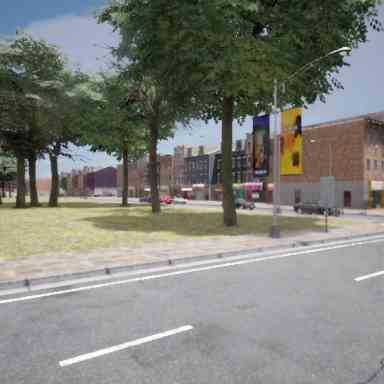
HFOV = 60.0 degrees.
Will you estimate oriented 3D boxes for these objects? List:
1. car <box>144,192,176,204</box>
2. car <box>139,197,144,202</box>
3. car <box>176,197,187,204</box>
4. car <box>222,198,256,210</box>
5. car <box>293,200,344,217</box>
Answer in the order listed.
[{"bbox_3d":[-5.490,1.073,57.204,2.150,2.045,5.566,0,0,-35],"label":"car"},{"bbox_3d":[-8.779,1.386,66.612,2.033,1.411,5.357,0,0,-35],"label":"car"},{"bbox_3d":[-2.907,1.473,58.461,1.895,1.301,4.718,0,0,-35],"label":"car"},{"bbox_3d":[5.765,1.473,41.296,1.837,1.490,4.892,0,0,-35],"label":"car"},{"bbox_3d":[12.193,1.575,32.268,1.837,1.490,4.892,0,0,-35],"label":"car"}]
